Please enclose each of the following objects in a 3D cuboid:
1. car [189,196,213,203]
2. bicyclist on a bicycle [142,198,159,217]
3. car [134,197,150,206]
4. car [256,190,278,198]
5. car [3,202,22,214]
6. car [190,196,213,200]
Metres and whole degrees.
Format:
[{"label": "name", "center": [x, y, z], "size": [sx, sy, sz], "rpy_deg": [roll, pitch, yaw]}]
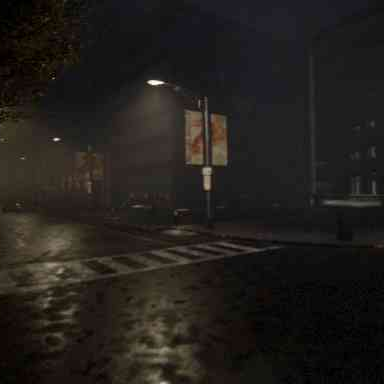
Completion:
[{"label": "car", "center": [1.623, 1.387, 61.304], "size": [1.895, 1.301, 4.718], "rpy_deg": [-1, 0, -35]}, {"label": "bicyclist on a bicycle", "center": [-3.613, 1.363, 28.794], "size": [1.656, 1.620, 0.582], "rpy_deg": [-2, 0, -35]}, {"label": "car", "center": [-8.081, 1.558, 54.937], "size": [2.161, 1.482, 4.786], "rpy_deg": [-1, 0, -35]}, {"label": "car", "center": [16.223, 0.620, 72.677], "size": [2.435, 2.045, 5.566], "rpy_deg": [-1, 0, -35]}, {"label": "car", "center": [-23.567, 2.046, 43.543], "size": [2.033, 1.411, 5.357], "rpy_deg": [-1, 0, -34]}, {"label": "car", "center": [2.327, 1.238, 47.365], "size": [2.002, 1.452, 4.674], "rpy_deg": [-1, 0, -35]}]
